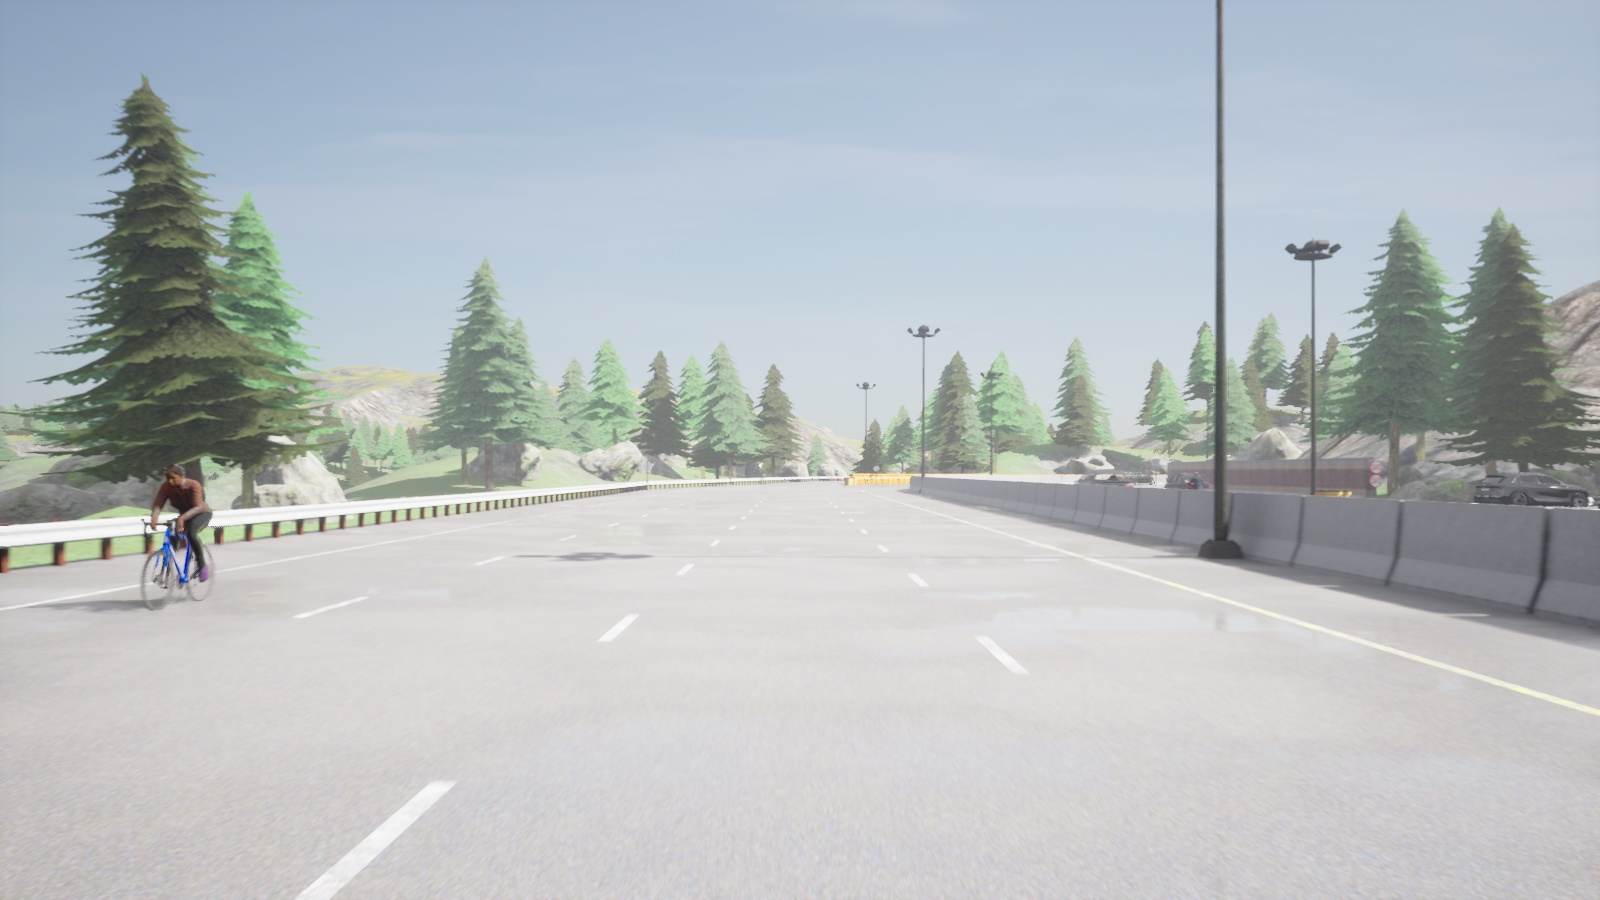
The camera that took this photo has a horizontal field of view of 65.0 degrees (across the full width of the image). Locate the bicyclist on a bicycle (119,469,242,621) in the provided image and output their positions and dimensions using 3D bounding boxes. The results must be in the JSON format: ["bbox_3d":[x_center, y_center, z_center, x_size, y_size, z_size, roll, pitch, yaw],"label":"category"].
[{"bbox_3d":[-7.026,1.034,14.332,0.582,1.620,1.656,0,-1,0],"label":"bicyclist on a bicycle"}]

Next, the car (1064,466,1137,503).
[{"bbox_3d":[13.814,1.571,58.084,2.242,1.667,4.611,0,-1,0],"label":"car"}]

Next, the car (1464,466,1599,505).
[{"bbox_3d":[31.654,1.521,54.337,4.856,1.649,2.033,0,-1,-9],"label":"car"}]

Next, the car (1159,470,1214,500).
[{"bbox_3d":[20.766,1.839,67.655,1.789,1.549,3.705,0,-1,0],"label":"car"}]
